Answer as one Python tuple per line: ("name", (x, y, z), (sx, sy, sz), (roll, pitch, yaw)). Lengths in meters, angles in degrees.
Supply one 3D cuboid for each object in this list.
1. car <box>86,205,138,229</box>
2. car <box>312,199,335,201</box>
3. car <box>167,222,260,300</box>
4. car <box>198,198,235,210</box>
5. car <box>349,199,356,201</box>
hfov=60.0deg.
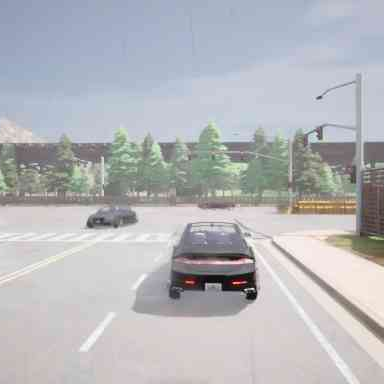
("car", (-5.102, 1.564, 21.649), (1.994, 1.385, 4.181), (0, 0, 14))
("car", (14.544, 1.491, 37.976), (4.902, 1.511, 2.128), (0, 0, 1))
("car", (0.510, 1.492, 8.397), (2.128, 1.511, 4.902), (0, 0, 3))
("car", (3.082, 1.525, 41.833), (4.674, 1.442, 1.812), (0, 0, 1))
("car", (22.275, 1.221, 41.289), (5.566, 2.045, 2.150), (0, 0, 2))
